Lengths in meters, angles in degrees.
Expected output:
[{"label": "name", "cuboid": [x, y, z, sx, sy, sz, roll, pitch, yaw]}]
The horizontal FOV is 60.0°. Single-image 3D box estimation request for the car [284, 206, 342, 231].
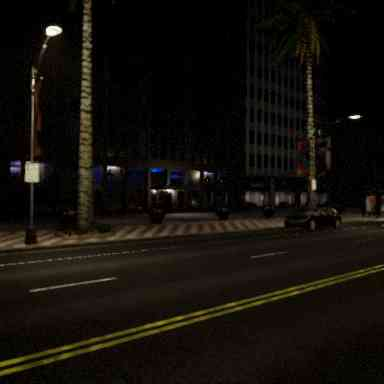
[{"label": "car", "cuboid": [8.306, 1.740, 22.602, 4.892, 1.521, 2.231, 1, -1, -37]}]
